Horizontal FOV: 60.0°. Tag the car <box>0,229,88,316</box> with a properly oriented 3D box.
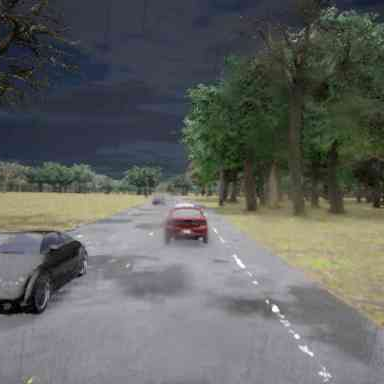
[{"bbox_3d":[-3.789,1.559,7.423,1.994,1.385,4.181,0,0,-1],"label":"car"}]

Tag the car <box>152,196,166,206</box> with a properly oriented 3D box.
[{"bbox_3d":[-4.996,1.325,50.522,2.033,1.411,5.357,0,0,-2],"label":"car"}]

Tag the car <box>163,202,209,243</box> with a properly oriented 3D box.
[{"bbox_3d":[-0.264,1.448,15.929,1.882,1.535,5.008,0,0,-1],"label":"car"}]

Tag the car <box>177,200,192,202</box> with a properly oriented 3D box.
[{"bbox_3d":[-0.787,1.474,34.960,1.895,1.301,4.718,0,0,-2],"label":"car"}]
